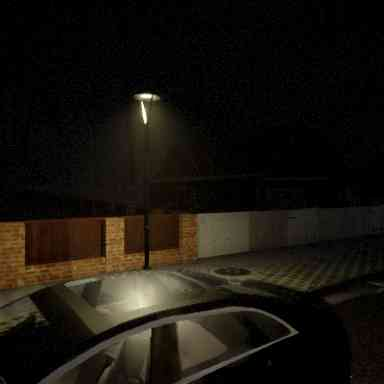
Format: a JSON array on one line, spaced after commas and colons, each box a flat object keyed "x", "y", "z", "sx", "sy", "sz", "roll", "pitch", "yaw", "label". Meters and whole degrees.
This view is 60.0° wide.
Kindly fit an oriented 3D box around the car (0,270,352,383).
[{"x": -0.761, "y": 1.491, "z": 2.479, "sx": 4.902, "sy": 1.511, "sz": 2.128, "roll": 0, "pitch": 0, "yaw": -35, "label": "car"}]
